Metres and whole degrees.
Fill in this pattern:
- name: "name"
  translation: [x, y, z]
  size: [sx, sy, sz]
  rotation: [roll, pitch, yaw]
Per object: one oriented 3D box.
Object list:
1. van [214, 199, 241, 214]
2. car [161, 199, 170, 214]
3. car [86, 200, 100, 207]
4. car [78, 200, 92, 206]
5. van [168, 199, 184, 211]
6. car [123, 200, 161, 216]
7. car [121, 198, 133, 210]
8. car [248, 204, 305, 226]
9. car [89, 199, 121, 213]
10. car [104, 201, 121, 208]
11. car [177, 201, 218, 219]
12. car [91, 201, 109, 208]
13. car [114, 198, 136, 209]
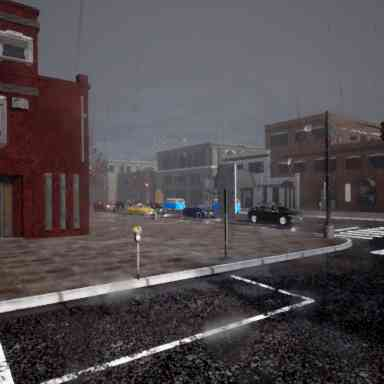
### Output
- name: "van"
  translation: [3.997, 1.707, 39.636]
  size: [1.690, 1.788, 3.998]
  rotation: [-2, 0, -36]
- name: "car"
  translation: [-5.188, 2.034, 42.446]
  size: [1.837, 1.490, 4.892]
  rotation: [-1, 0, -36]
- name: "car"
  translation: [-22.677, 2.595, 76.215]
  size: [1.802, 1.307, 4.206]
  rotation: [-2, 0, -36]
- name: "car"
  translation: [-26.114, 2.623, 80.924]
  size: [1.752, 1.417, 4.829]
  rotation: [-2, 0, -36]
- name: "van"
  translation: [-2.673, 1.869, 48.780]
  size: [1.690, 1.788, 3.998]
  rotation: [-2, 0, -36]
- name: "car"
  translation: [-6.001, 2.048, 39.187]
  size: [1.752, 1.417, 4.829]
  rotation: [-2, 0, -36]
- name: "car"
  translation: [-12.089, 2.207, 57.320]
  size: [1.882, 1.535, 5.008]
  rotation: [-1, -1, -36]
- name: "car"
  translation: [6.562, 1.750, 26.316]
  size: [1.837, 1.490, 4.892]
  rotation: [-1, 0, -36]
- name: "car"
  translation: [-12.777, 2.001, 48.468]
  size: [2.192, 1.841, 5.009]
  rotation: [-2, 0, -36]
- name: "car"
  translation: [-16.007, 2.433, 67.070]
  size: [1.802, 1.307, 4.206]
  rotation: [-2, 0, -36]
- name: "car"
  translation: [0.740, 1.950, 34.318]
  size: [1.994, 1.385, 4.181]
  rotation: [-1, 0, -35]
- name: "car"
  translation: [-18.227, 2.442, 65.738]
  size: [1.994, 1.385, 4.181]
  rotation: [-1, 0, -36]
- name: "car"
  translation: [-12.679, 2.085, 62.497]
  size: [2.192, 1.841, 5.009]
  rotation: [-2, 0, -36]
